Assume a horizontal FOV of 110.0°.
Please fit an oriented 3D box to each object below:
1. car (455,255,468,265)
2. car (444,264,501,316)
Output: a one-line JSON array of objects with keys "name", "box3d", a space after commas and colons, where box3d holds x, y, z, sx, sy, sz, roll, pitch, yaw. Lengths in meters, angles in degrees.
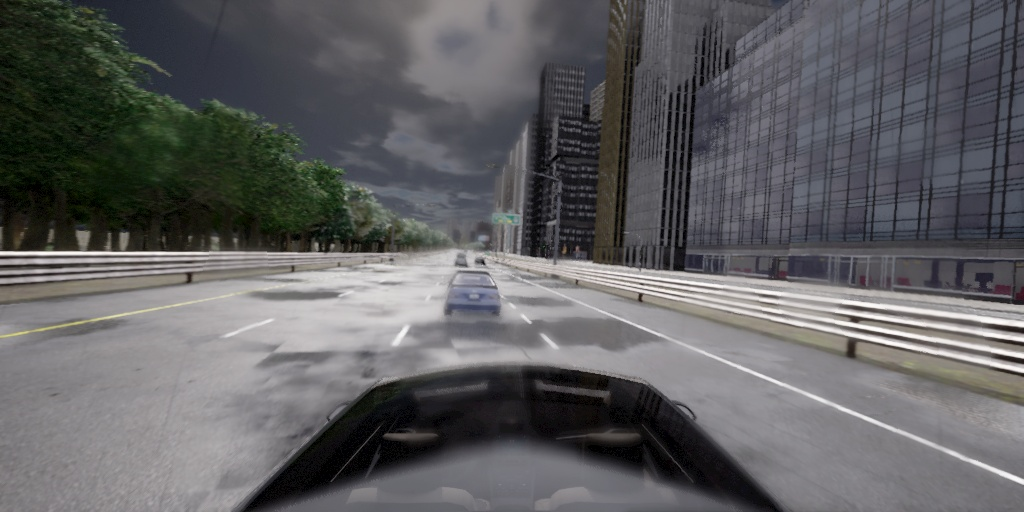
[{"name": "car", "box3d": [-8.042, 0.964, 57.211, 1.994, 1.385, 4.181, 3, 0, -8]}, {"name": "car", "box3d": [-1.498, 1.241, 13.215, 2.033, 1.411, 5.357, 3, 0, -8]}]
